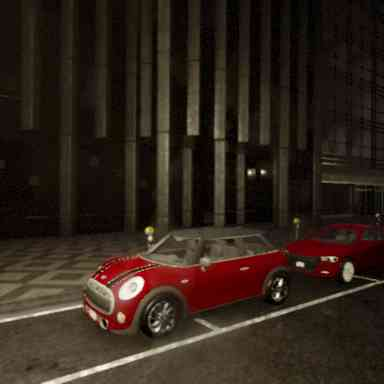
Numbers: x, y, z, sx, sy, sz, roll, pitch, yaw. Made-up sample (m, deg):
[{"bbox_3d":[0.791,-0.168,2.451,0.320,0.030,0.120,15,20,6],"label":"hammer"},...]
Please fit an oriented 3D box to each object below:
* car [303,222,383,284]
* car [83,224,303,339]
[{"bbox_3d":[4.611,1.626,9.833,4.507,1.381,1.887,1,0,-36],"label":"car"},{"bbox_3d":[0.025,1.472,6.554,4.097,1.590,1.967,1,0,-36],"label":"car"}]
